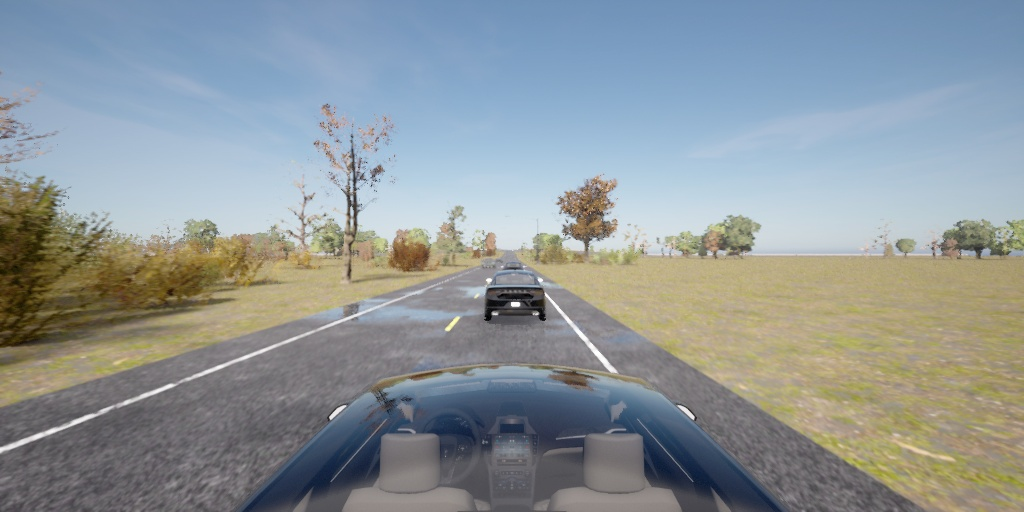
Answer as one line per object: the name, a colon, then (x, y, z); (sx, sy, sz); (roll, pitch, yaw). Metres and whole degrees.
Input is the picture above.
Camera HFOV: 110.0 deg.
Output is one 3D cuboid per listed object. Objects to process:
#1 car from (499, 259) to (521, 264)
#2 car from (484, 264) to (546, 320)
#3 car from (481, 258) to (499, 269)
car: (0.104, 1.247, 31.131); (1.837, 1.490, 4.892); (0, 0, 0)
car: (0.100, 1.226, 12.687); (1.882, 1.535, 5.008); (0, 0, 0)
car: (-3.560, 1.082, 55.343); (2.097, 1.767, 4.553); (0, 0, 0)
